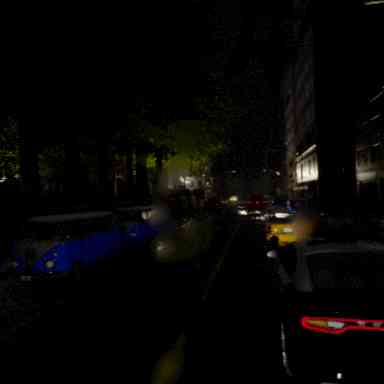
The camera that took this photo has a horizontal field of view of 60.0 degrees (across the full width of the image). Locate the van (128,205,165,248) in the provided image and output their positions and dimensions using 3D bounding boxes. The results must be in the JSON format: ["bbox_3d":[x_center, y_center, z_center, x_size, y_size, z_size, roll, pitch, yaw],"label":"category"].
[{"bbox_3d":[-2.489,1.542,15.474,1.690,1.788,3.998,-2,-1,11],"label":"van"}]

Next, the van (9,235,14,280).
[{"bbox_3d":[-4.570,1.507,4.352,1.690,1.788,3.998,-2,-1,11],"label":"van"}]

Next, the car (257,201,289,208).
[{"bbox_3d":[5.259,1.558,21.146,1.812,1.442,4.674,-2,0,11],"label":"car"}]

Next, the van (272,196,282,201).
[{"bbox_3d":[11.098,1.369,41.754,1.690,1.788,3.998,-2,0,11],"label":"van"}]

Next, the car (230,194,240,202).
[{"bbox_3d":[10.723,1.874,86.056,1.752,1.417,4.829,-2,0,11],"label":"car"}]

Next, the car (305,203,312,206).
[{"bbox_3d":[6.941,1.554,19.497,1.802,1.307,4.206,-2,0,11],"label":"car"}]

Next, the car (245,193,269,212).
[{"bbox_3d":[8.105,1.330,41.263,2.150,2.045,5.566,-2,0,11],"label":"car"}]

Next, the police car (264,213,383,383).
[{"bbox_3d":[2.334,1.409,5.528,1.930,1.638,5.238,-2,0,11],"label":"police car"}]

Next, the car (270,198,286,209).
[{"bbox_3d":[12.146,1.605,47.316,1.947,1.339,4.313,-2,0,11],"label":"car"}]

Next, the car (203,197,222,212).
[{"bbox_3d":[2.714,1.588,43.281,2.192,1.841,5.009,-2,0,11],"label":"car"}]

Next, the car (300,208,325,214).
[{"bbox_3d":[5.900,1.537,13.932,1.802,1.307,4.206,-2,0,11],"label":"car"}]

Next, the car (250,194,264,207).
[{"bbox_3d":[10.728,1.357,55.312,2.150,2.045,5.566,-2,0,11],"label":"car"}]

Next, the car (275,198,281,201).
[{"bbox_3d":[9.022,1.546,30.625,1.887,1.381,4.507,-2,0,11],"label":"car"}]

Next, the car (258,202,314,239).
[{"bbox_3d":[4.188,1.471,15.435,1.801,1.575,5.366,-2,0,11],"label":"car"}]

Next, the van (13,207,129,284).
[{"bbox_3d":[-3.530,1.525,9.913,1.690,1.788,3.998,-2,-1,11],"label":"van"}]

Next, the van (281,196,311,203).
[{"bbox_3d":[7.975,1.328,25.062,1.690,1.788,3.998,-2,0,11],"label":"van"}]
